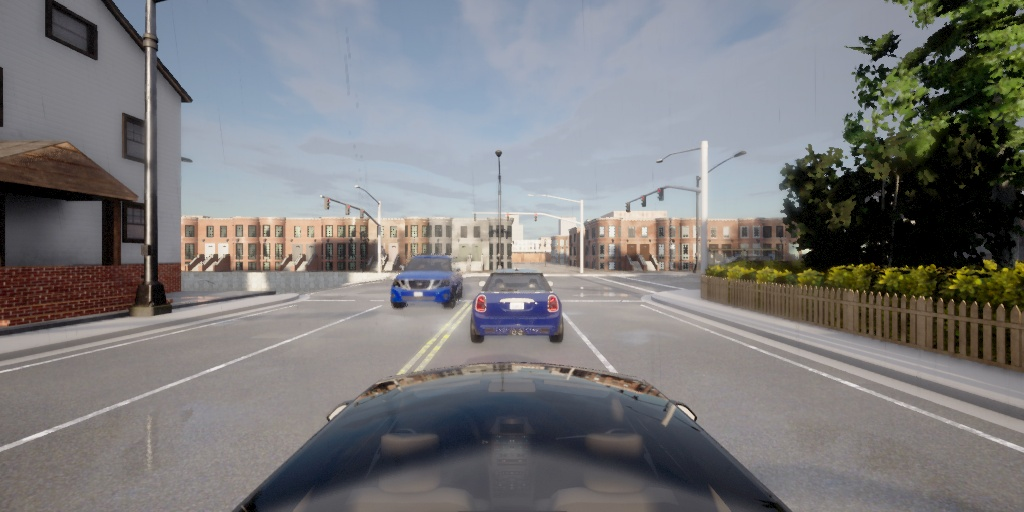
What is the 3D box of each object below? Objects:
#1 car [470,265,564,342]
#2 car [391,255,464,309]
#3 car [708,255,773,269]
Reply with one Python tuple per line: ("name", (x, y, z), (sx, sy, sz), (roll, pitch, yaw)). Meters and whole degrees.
("car", (0.111, 1.102, 9.888), (2.097, 1.767, 4.553), (0, 0, 0))
("car", (-3.324, 0.971, 15.214), (2.150, 2.045, 5.566), (1, 0, -2))
("car", (18.743, 0.971, 29.598), (5.566, 2.045, 2.150), (0, 0, 0))
